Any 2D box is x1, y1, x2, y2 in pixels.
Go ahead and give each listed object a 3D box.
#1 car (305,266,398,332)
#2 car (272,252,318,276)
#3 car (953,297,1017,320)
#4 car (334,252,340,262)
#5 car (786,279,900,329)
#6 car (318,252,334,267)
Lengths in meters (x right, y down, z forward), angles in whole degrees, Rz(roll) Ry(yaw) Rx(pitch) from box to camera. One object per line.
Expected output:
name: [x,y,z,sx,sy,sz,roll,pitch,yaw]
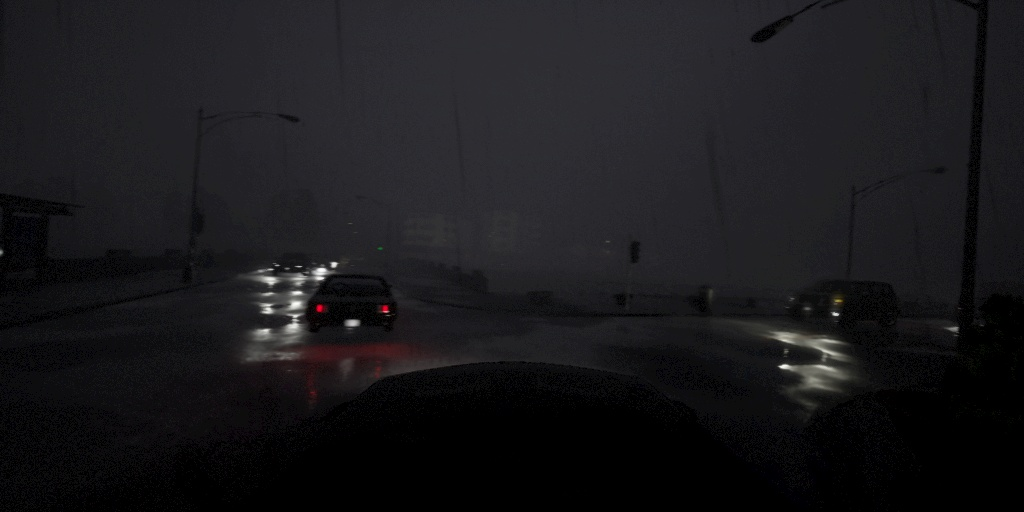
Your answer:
car: [-4.296,1.144,9.884,1.895,1.301,4.718,4,-1,-22]
car: [-14.702,0.498,24.287,1.837,1.490,4.892,4,-1,-22]
car: [30.203,3.419,22.718,4.902,1.511,2.128,4,-1,-22]
car: [-25.068,0.115,49.758,1.994,1.385,4.181,4,-1,-22]
car: [15.456,2.124,16.680,5.566,2.045,2.150,4,-1,-22]
car: [-19.521,0.388,36.069,1.895,1.301,4.718,4,-1,-22]
